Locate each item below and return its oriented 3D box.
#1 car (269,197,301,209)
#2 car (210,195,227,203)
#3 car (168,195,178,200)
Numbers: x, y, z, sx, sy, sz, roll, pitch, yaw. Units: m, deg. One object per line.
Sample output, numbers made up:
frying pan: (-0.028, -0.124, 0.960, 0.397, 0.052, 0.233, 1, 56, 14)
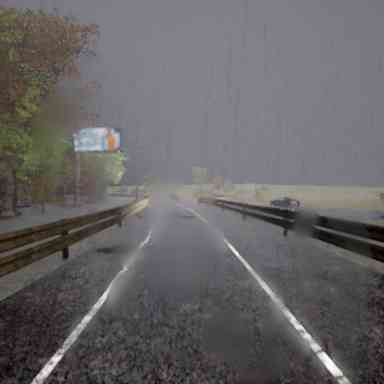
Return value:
car: (11.621, 1.351, 41.884, 2.128, 1.511, 4.902, 0, 0, -19)
car: (4.721, 1.268, 61.637, 2.097, 1.767, 4.553, 0, 0, -19)
car: (-5.200, 1.471, 90.061, 1.882, 1.535, 5.008, 0, 0, -19)
